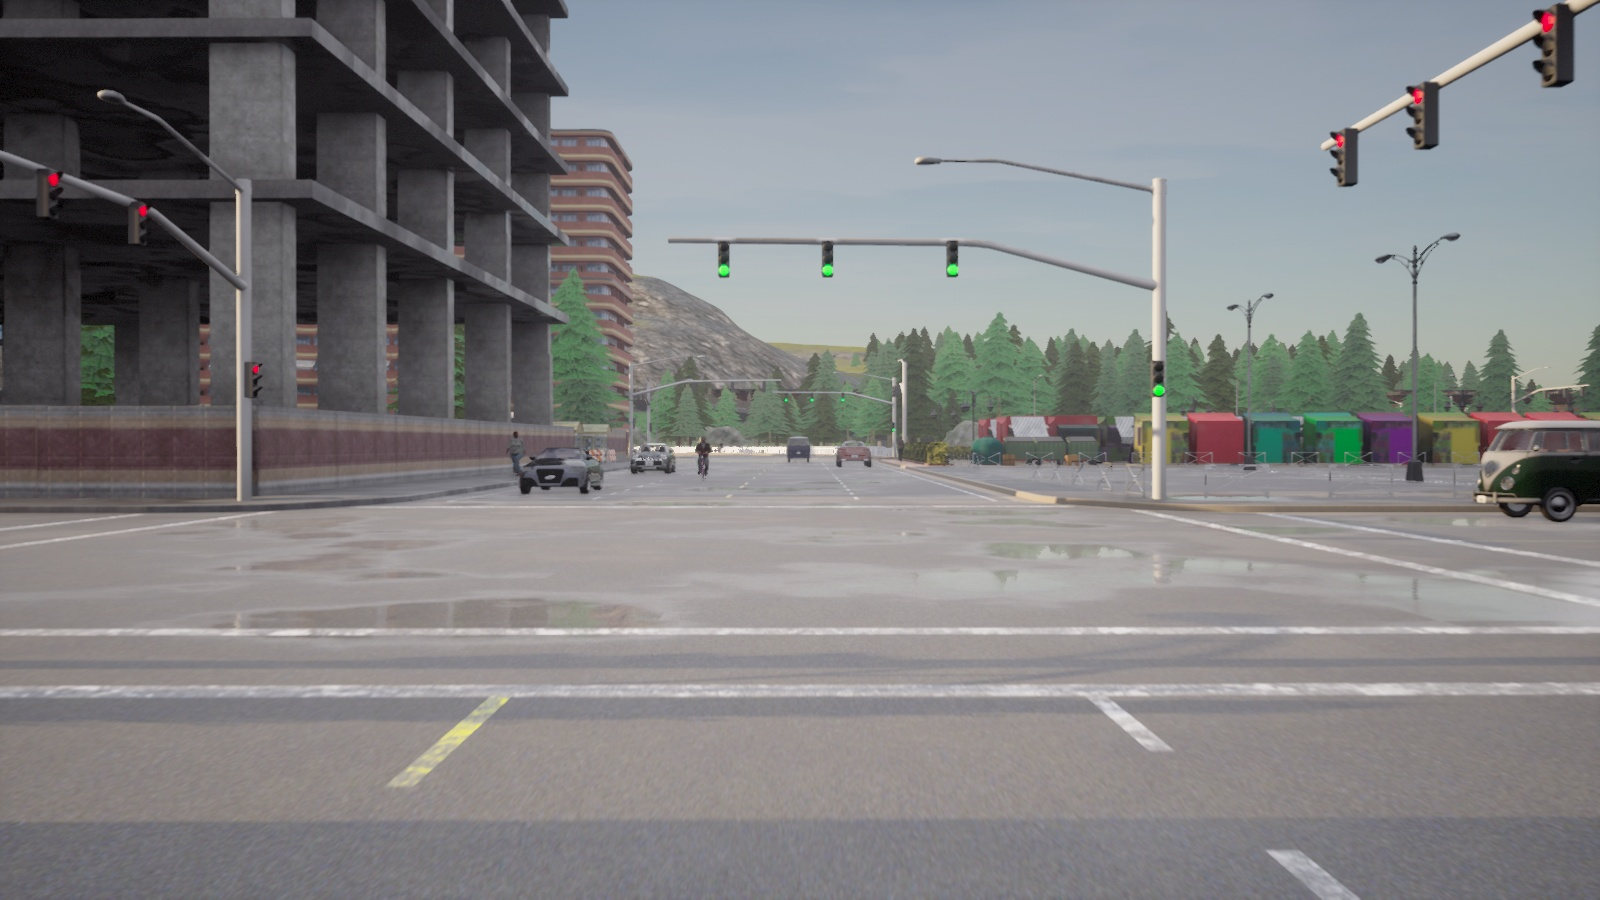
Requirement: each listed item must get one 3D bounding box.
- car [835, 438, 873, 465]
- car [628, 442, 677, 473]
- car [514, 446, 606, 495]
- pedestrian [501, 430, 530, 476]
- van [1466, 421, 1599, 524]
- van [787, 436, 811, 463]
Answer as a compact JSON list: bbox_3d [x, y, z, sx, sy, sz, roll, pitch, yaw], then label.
[{"bbox_3d":[3.373,0.081,79.338,2.152,1.651,5.027,0,0,0],"label":"car"},{"bbox_3d":[-7.170,0.361,61.305,1.970,1.475,3.806,0,0,0],"label":"car"},{"bbox_3d":[-7.227,0.589,38.254,1.994,1.385,4.181,0,0,0],"label":"car"},{"bbox_3d":[-11.489,0.105,50.766,0.874,1.855,0.900,0,0,11],"label":"pedestrian"},{"bbox_3d":[15.911,0.427,24.912,4.442,1.987,1.775,0,0,0],"label":"van"},{"bbox_3d":[-0.086,-0.046,96.827,1.775,1.987,4.442,0,0,0],"label":"van"}]
